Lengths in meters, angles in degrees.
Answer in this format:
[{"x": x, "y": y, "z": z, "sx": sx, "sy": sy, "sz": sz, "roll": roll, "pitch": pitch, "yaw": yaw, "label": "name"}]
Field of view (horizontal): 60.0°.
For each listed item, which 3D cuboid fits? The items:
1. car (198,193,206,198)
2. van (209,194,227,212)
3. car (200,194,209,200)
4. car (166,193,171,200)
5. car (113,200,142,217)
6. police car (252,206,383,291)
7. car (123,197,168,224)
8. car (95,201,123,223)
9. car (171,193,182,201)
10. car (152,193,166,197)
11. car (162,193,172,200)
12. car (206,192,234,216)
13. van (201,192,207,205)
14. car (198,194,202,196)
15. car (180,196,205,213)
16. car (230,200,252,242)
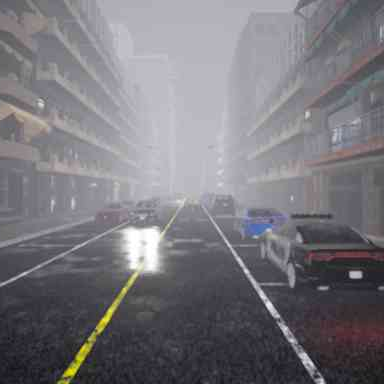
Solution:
[{"x": 2.738, "y": 1.019, "z": 92.210, "sx": 2.008, "sy": 1.369, "sz": 4.403, "roll": 0, "pitch": 0, "yaw": 0, "label": "car"}, {"x": 2.711, "y": 1.128, "z": 35.385, "sx": 1.690, "sy": 1.788, "sz": 3.998, "roll": 0, "pitch": 0, "yaw": 0, "label": "van"}, {"x": 2.729, "y": 1.126, "z": 75.162, "sx": 1.947, "sy": 1.339, "sz": 4.313, "roll": 0, "pitch": 0, "yaw": 0, "label": "car"}, {"x": -5.657, "y": 1.175, "z": 63.800, "sx": 2.008, "sy": 1.369, "sz": 4.403, "roll": 0, "pitch": 0, "yaw": 0, "label": "car"}, {"x": -5.673, "y": 1.402, "z": 29.706, "sx": 1.802, "sy": 1.307, "sz": 4.206, "roll": 0, "pitch": 0, "yaw": 0, "label": "car"}, {"x": 3.138, "y": 1.369, "z": 8.956, "sx": 1.930, "sy": 1.638, "sz": 5.238, "roll": 0, "pitch": 0, "yaw": 0, "label": "police car"}, {"x": -3.089, "y": 1.351, "z": 23.143, "sx": 2.128, "sy": 1.511, "sz": 4.902, "roll": 0, "pitch": 0, "yaw": 0, "label": "car"}, {"x": -5.675, "y": 1.399, "z": 24.023, "sx": 1.887, "sy": 1.381, "sz": 4.507, "roll": 0, "pitch": 0, "yaw": 0, "label": "car"}, {"x": -2.968, "y": 0.948, "z": 65.019, "sx": 1.812, "sy": 1.442, "sz": 4.674, "roll": 0, "pitch": 0, "yaw": 0, "label": "car"}, {"x": -5.662, "y": 1.234, "z": 52.435, "sx": 1.887, "sy": 1.381, "sz": 4.507, "roll": 0, "pitch": 0, "yaw": 0, "label": "car"}, {"x": -5.651, "y": 1.001, "z": 75.163, "sx": 1.967, "sy": 1.590, "sz": 4.097, "roll": 0, "pitch": 0, "yaw": 0, "label": "car"}, {"x": 2.708, "y": 1.135, "z": 29.703, "sx": 2.192, "sy": 1.841, "sz": 5.009, "roll": 0, "pitch": 0, "yaw": 0, "label": "car"}, {"x": 2.719, "y": 1.029, "z": 52.432, "sx": 1.690, "sy": 1.788, "sz": 3.998, "roll": 0, "pitch": 0, "yaw": 0, "label": "van"}, {"x": 0.079, "y": 1.327, "z": 45.954, "sx": 1.895, "sy": 1.301, "sz": 4.718, "roll": 0, "pitch": 0, "yaw": 1, "label": "car"}, {"x": 0.096, "y": 1.394, "z": 34.251, "sx": 1.895, "sy": 1.301, "sz": 4.718, "roll": 0, "pitch": 0, "yaw": 0, "label": "car"}, {"x": 3.147, "y": 1.380, "z": 15.846, "sx": 1.882, "sy": 1.535, "sz": 5.008, "roll": 0, "pitch": 0, "yaw": 0, "label": "car"}]
